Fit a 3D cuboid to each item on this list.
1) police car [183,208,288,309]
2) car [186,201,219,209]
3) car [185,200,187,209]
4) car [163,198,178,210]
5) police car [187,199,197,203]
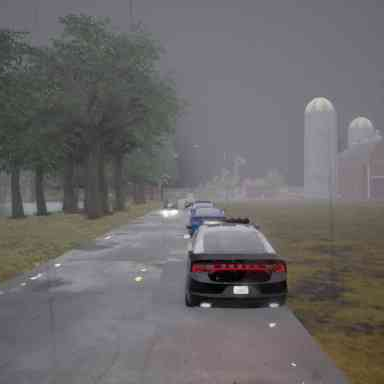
[{"bbox_3d":[0.811,1.429,8.119,1.930,1.638,5.238,0,0,0],"label":"police car"},{"bbox_3d":[0.794,1.489,18.010,1.882,1.535,5.008,0,0,0],"label":"car"},{"bbox_3d":[-0.054,1.706,47.076,1.895,1.301,4.718,0,0,1],"label":"car"},{"bbox_3d":[-2.828,1.581,44.179,2.128,1.511,4.902,0,0,0],"label":"car"},{"bbox_3d":[0.783,1.446,24.120,1.930,1.638,5.238,0,0,0],"label":"police car"}]
